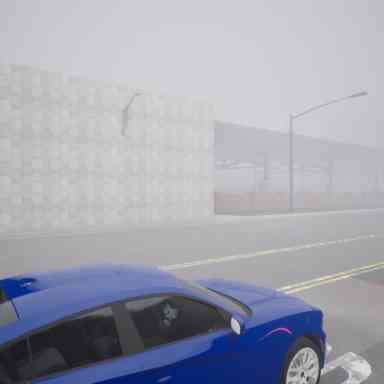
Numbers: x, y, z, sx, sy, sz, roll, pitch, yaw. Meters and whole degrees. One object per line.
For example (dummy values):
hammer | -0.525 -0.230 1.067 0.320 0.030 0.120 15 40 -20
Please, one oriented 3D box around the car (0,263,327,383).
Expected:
car | -0.691 1.478 3.256 5.008 1.535 1.882 0 0 -36
